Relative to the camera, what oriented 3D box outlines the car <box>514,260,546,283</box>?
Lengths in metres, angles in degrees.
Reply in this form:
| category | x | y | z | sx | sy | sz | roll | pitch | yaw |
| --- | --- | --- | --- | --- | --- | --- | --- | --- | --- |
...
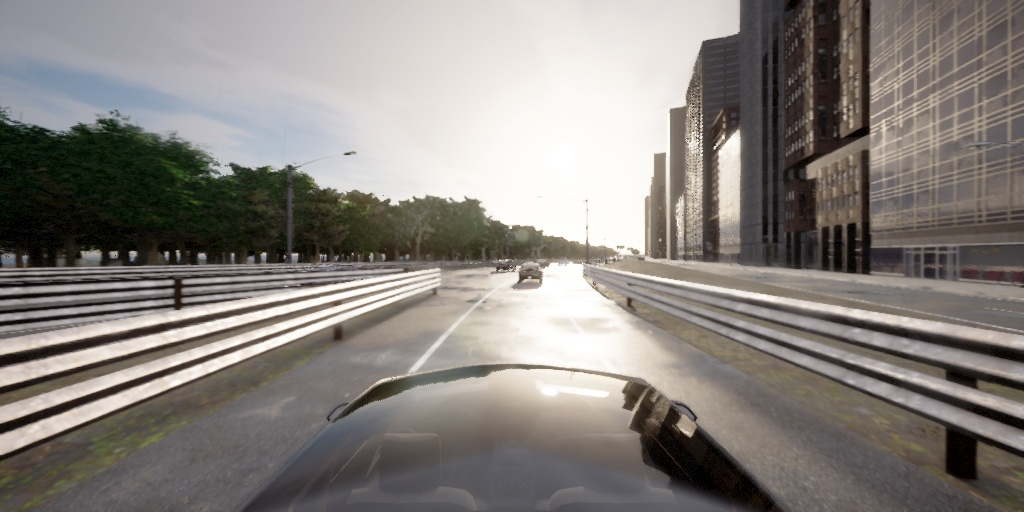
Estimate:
| category | x | y | z | sx | sy | sz | roll | pitch | yaw |
| --- | --- | --- | --- | --- | --- | --- | --- | --- | --- |
| car | 1.553 | 1.317 | 28.649 | 1.837 | 1.490 | 4.892 | 0 | 0 | 6 |

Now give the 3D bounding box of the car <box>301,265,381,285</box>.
| category | x | y | z | sx | sy | sz | roll | pitch | yaw |
| --- | --- | --- | --- | --- | --- | --- | --- | --- | --- |
| car | -10.170 | 1.262 | 22.120 | 2.033 | 1.411 | 5.357 | 0 | 0 | 19 |

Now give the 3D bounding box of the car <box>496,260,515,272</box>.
| category | x | y | z | sx | sy | sz | roll | pitch | yaw |
| --- | --- | --- | --- | --- | --- | --- | --- | --- | --- |
| car | -0.731 | 1.357 | 50.251 | 1.837 | 1.490 | 4.892 | 0 | 0 | 19 |
